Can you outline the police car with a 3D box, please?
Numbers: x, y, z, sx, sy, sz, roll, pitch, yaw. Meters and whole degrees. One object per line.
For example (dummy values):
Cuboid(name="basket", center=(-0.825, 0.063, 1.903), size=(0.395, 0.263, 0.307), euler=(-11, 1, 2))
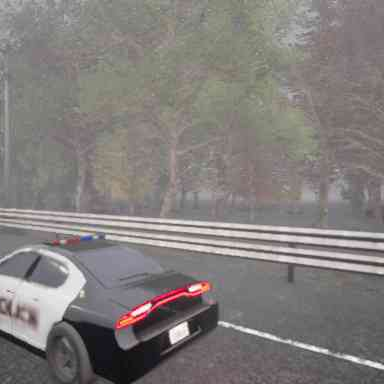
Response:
Cuboid(name="police car", center=(-2.113, 1.492, 5.385), size=(4.974, 1.542, 2.038), euler=(0, 0, 36))
